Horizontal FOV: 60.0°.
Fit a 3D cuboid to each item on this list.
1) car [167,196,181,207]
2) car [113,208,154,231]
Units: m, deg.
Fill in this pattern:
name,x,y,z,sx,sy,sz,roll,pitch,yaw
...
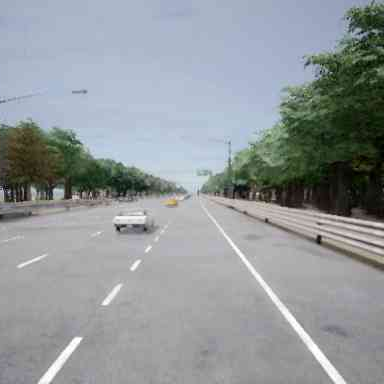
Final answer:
name,x,y,z,sx,sy,sz,roll,pitch,yaw
car,-3.311,1.710,57.654,1.882,1.535,5.008,0,0,0
car,-3.475,1.658,20.769,1.895,1.301,4.718,0,0,0
